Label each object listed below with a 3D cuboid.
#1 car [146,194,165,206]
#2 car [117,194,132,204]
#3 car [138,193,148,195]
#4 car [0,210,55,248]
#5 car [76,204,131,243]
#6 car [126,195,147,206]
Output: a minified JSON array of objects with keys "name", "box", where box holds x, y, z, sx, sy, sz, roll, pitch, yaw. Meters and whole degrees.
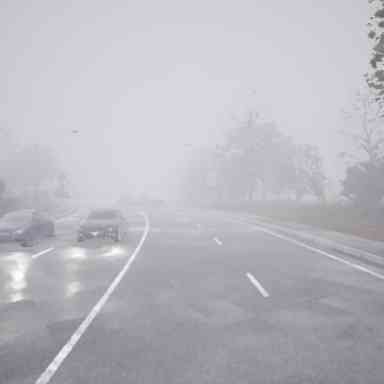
[{"name":"car","box":[-6.146,1.632,57.761,1.882,1.535,5.008,0,0,-22]},{"name":"car","box":[-13.350,1.362,66.186,2.150,2.045,5.566,0,0,-26]},{"name":"car","box":[-10.014,1.314,67.312,2.150,2.045,5.566,0,0,-26]},{"name":"car","box":[-7.701,1.572,15.116,1.812,1.442,4.674,0,0,-4]},{"name":"car","box":[-4.301,1.553,16.499,1.837,1.490,4.892,0,-1,-4]},{"name":"car","box":[-9.477,1.674,56.686,1.812,1.442,4.674,0,0,-22]}]
